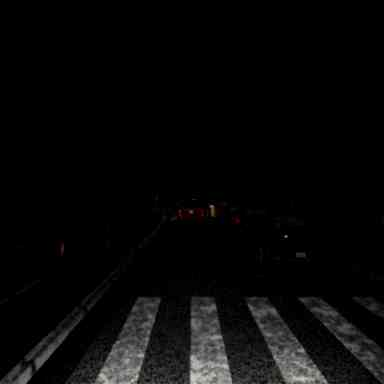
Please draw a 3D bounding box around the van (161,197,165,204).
[{"bbox_3d":[-5.874,2.139,83.177,1.878,1.987,4.442,0,-2,-14],"label":"van"}]

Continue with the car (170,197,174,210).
[{"bbox_3d":[-1.427,1.646,43.006,1.882,1.535,5.008,0,0,-6],"label":"car"}]

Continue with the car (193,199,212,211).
[{"bbox_3d":[1.352,1.700,44.959,2.002,1.452,4.674,0,0,-6],"label":"car"}]

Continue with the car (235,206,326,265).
[{"bbox_3d":[3.030,1.479,11.635,2.231,1.521,4.892,0,0,0],"label":"car"}]

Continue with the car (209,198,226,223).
[{"bbox_3d":[2.728,1.555,28.246,2.097,1.535,5.008,0,0,-2],"label":"car"}]

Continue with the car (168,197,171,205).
[{"bbox_3d":[-3.254,2.091,72.269,2.002,1.452,4.674,0,-1,-12],"label":"car"}]

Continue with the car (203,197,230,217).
[{"bbox_3d":[2.397,1.464,33.761,2.185,1.767,4.553,0,0,-3],"label":"car"}]

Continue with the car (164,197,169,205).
[{"bbox_3d":[-4.508,2.235,77.666,2.002,1.452,4.674,0,-2,-13],"label":"car"}]

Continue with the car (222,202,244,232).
[{"bbox_3d":[3.039,1.491,17.155,2.231,1.521,4.892,0,0,0],"label":"car"}]

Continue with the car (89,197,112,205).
[{"bbox_3d":[-21.842,2.091,79.033,5.566,2.045,2.435,0,-2,-15],"label":"car"}]

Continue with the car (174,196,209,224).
[{"bbox_3d":[-0.123,1.409,25.232,2.097,1.767,4.553,0,0,-2],"label":"car"}]

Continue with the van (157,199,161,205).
[{"bbox_3d":[-7.342,2.328,88.514,1.878,1.987,4.442,0,-2,-15],"label":"van"}]

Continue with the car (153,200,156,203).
[{"bbox_3d":[-8.881,2.783,93.740,2.163,1.488,4.792,0,-2,-16],"label":"car"}]

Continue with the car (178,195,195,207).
[{"bbox_3d":[-1.065,1.579,61.450,2.435,2.045,5.566,0,-1,-9],"label":"car"}]
